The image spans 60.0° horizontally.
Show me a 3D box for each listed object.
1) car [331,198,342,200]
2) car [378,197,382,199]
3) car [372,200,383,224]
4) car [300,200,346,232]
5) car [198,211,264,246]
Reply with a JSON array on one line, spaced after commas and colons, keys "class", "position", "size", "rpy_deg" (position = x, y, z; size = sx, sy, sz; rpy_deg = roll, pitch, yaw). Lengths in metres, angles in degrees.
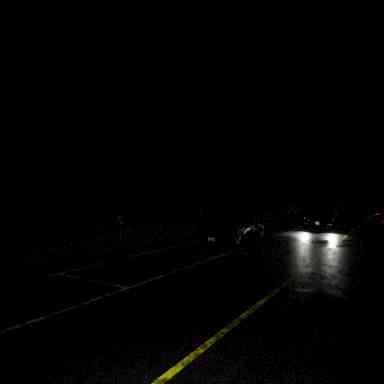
[{"class": "car", "position": [13.781, 1.567, 34.112], "size": [1.947, 1.339, 4.313], "rpy_deg": [0, 0, 32]}, {"class": "car", "position": [20.105, 1.527, 33.506], "size": [1.812, 1.442, 4.674], "rpy_deg": [0, 0, 32]}, {"class": "car", "position": [14.415, 1.549, 24.326], "size": [2.033, 1.411, 5.357], "rpy_deg": [0, 0, 32]}, {"class": "car", "position": [8.281, 1.506, 20.615], "size": [1.837, 1.490, 4.892], "rpy_deg": [0, 0, 32]}, {"class": "car", "position": [1.965, 1.566, 15.436], "size": [1.947, 1.339, 4.313], "rpy_deg": [0, 0, 32]}]
